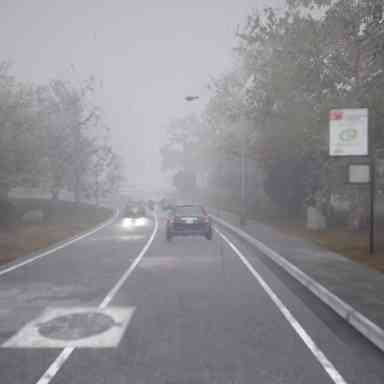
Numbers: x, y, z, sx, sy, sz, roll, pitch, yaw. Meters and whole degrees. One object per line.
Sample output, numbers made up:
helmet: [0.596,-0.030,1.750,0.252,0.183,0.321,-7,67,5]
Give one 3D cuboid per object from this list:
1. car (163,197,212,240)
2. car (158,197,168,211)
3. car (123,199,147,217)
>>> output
car: [-0.221,1.320,16.857,2.097,1.767,4.553,0,0,-3]
car: [-2.558,1.264,36.154,2.033,1.411,5.357,-1,2,-11]
car: [-5.230,1.393,30.817,2.128,1.511,4.902,-1,1,-8]
